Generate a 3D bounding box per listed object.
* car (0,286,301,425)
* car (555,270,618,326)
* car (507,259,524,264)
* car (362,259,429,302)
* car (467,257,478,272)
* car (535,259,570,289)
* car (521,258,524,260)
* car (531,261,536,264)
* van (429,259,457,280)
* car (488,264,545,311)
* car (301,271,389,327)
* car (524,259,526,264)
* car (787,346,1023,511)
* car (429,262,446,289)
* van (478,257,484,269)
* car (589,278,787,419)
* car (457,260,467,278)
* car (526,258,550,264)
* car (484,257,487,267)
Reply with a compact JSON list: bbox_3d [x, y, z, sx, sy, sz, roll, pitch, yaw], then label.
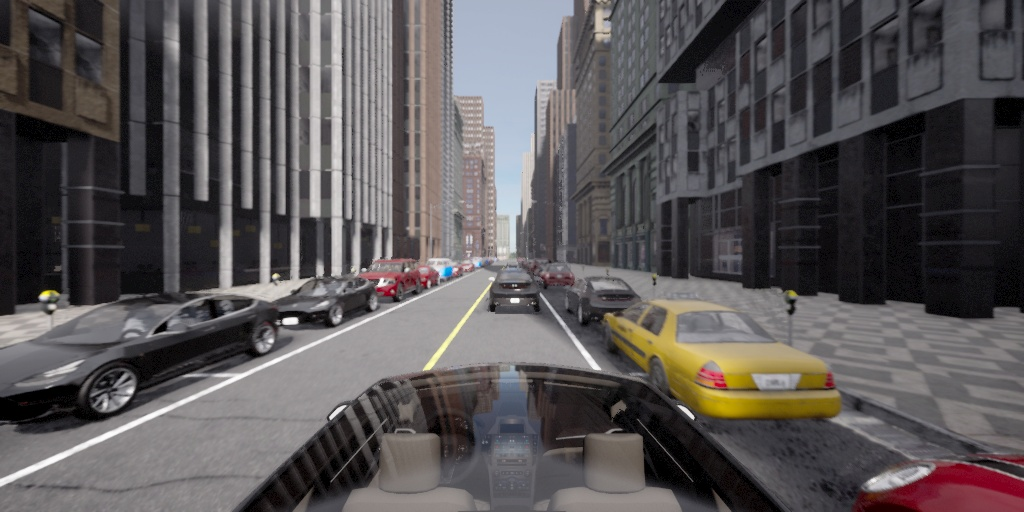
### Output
[{"bbox_3d":[-5.762,1.317,5.879,1.948,1.339,4.313,0,0,0],"label":"car"},{"bbox_3d":[2.764,1.304,11.526,2.007,1.370,4.403,0,0,0],"label":"car"},{"bbox_3d":[0.106,1.367,43.083,1.895,1.301,4.718,0,0,0],"label":"car"},{"bbox_3d":[-5.761,1.071,17.152,2.192,1.841,5.009,0,0,0],"label":"car"},{"bbox_3d":[-5.757,1.207,45.336,1.967,1.591,4.097,0,0,0],"label":"car"},{"bbox_3d":[2.765,1.197,22.798,1.967,1.591,4.097,0,0,0],"label":"car"},{"bbox_3d":[2.770,1.211,56.615,1.967,1.591,4.097,0,0,0],"label":"car"},{"bbox_3d":[2.766,1.326,28.434,1.948,1.339,4.313,0,0,0],"label":"car"},{"bbox_3d":[-5.759,1.101,28.426,1.690,1.789,3.998,0,0,0],"label":"van"},{"bbox_3d":[0.102,1.259,14.541,1.837,1.490,4.892,0,0,0],"label":"car"},{"bbox_3d":[-5.761,1.320,11.516,1.948,1.339,4.313,0,0,0],"label":"car"},{"bbox_3d":[2.768,1.332,45.344,1.948,1.339,4.313,0,0,0],"label":"car"},{"bbox_3d":[2.762,1.189,0.253,1.967,1.591,4.097,0,0,0],"label":"car"},{"bbox_3d":[-5.760,1.303,22.789,1.888,1.381,4.507,0,0,0],"label":"car"},{"bbox_3d":[-5.755,1.112,56.609,1.690,1.789,3.998,0,0,0],"label":"van"},{"bbox_3d":[2.763,1.277,6.059,1.751,1.417,4.829,0,0,0],"label":"car"},{"bbox_3d":[-5.758,1.202,34.063,1.967,1.591,4.097,0,0,0],"label":"car"},{"bbox_3d":[2.767,1.077,34.071,2.192,1.841,5.009,0,0,0],"label":"car"},{"bbox_3d":[-5.755,1.300,62.076,1.751,1.417,4.829,0,0,0],"label":"car"}]
